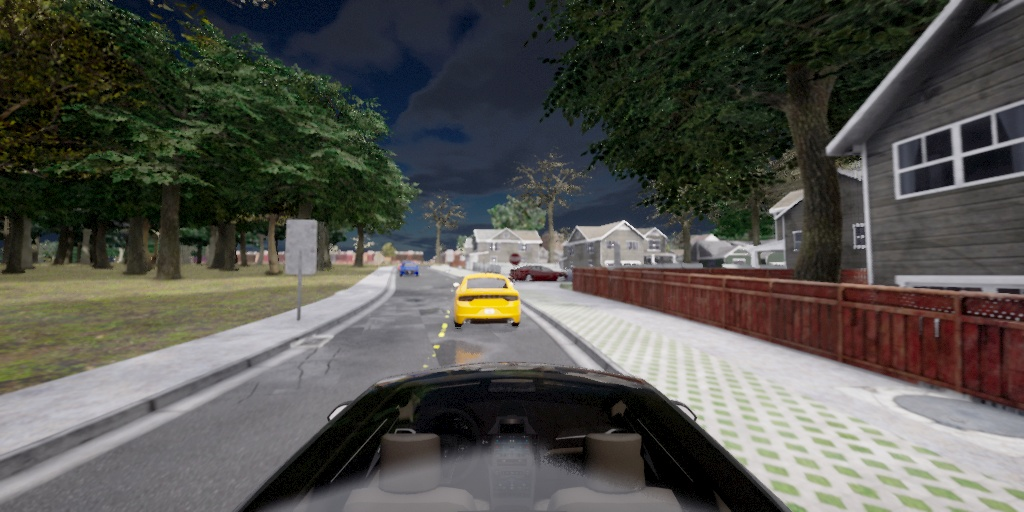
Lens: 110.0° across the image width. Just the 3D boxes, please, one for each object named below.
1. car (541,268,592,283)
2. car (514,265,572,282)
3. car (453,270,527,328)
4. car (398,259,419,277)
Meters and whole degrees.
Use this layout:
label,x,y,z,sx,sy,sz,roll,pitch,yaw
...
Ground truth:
label,x,y,z,sx,sy,sz,roll,pitch,yaw
car,5.027,1.819,33.355,4.181,1.385,1.994,1,-3,-16
car,2.239,1.500,29.511,5.008,1.535,1.882,2,-5,-25
car,-0.923,1.324,11.915,1.882,1.535,5.008,0,0,-8
car,-11.177,1.403,38.922,1.882,1.535,5.008,1,0,-18
